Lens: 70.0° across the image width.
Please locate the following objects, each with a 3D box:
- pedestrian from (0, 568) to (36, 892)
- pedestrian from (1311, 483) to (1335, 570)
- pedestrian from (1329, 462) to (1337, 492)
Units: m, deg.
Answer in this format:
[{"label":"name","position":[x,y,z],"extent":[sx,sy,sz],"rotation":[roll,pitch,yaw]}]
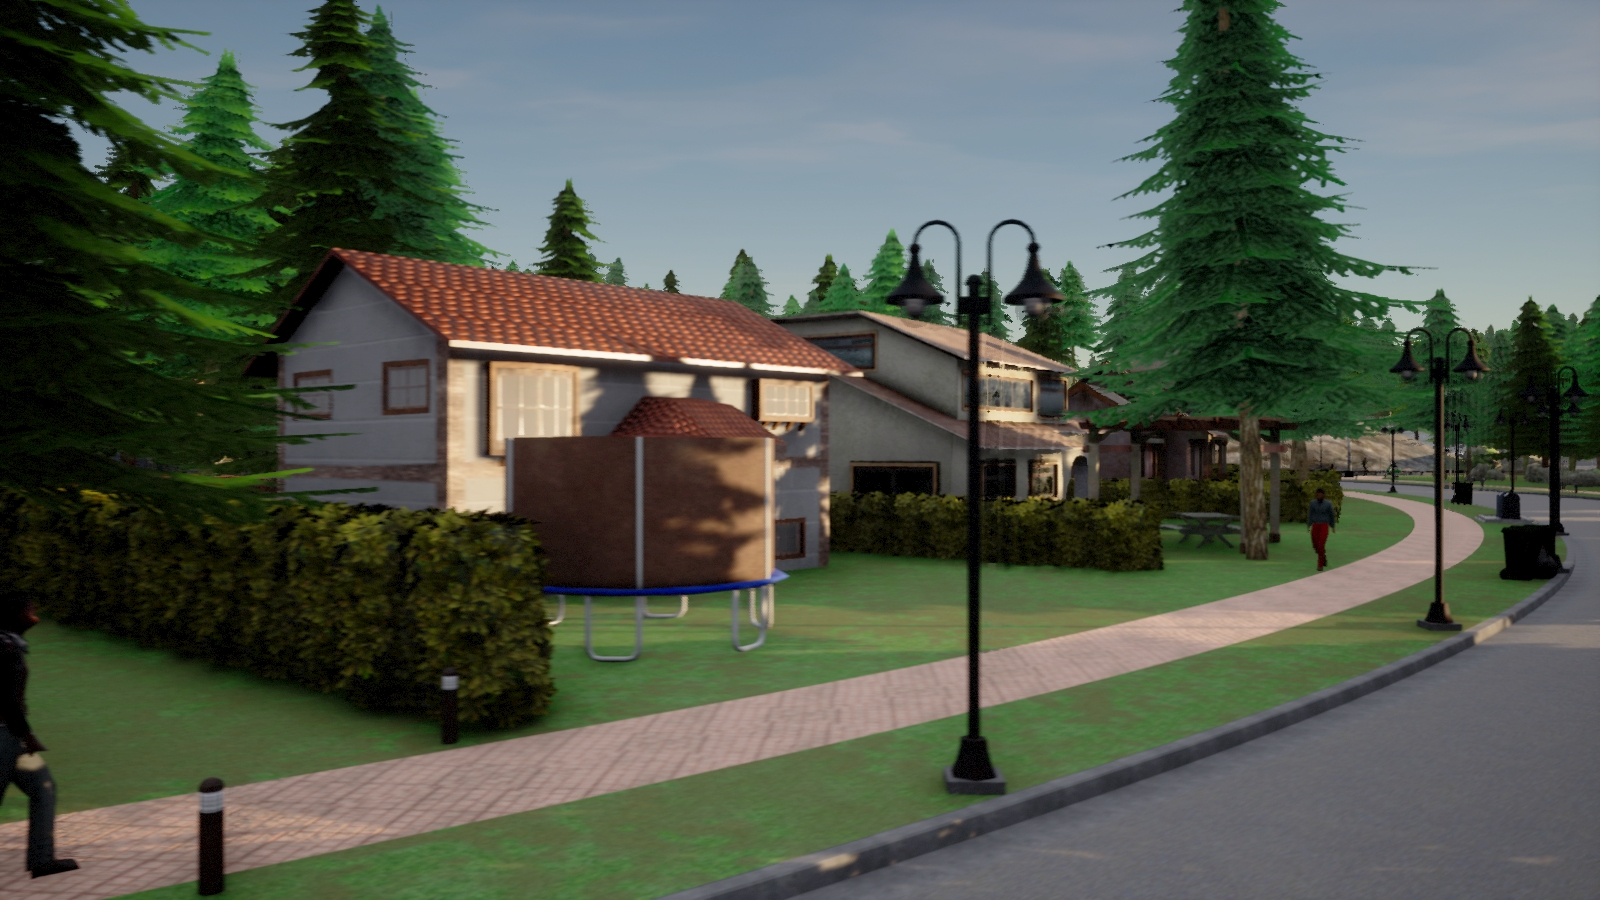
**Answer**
[{"label":"pedestrian","position":[-4.829,1.664,6.830],"extent":[0.375,1.860,0.375],"rotation":[0,0,-44]},{"label":"pedestrian","position":[11.450,1.664,25.014],"extent":[0.375,1.860,0.375],"rotation":[0,0,39]},{"label":"pedestrian","position":[32.860,1.665,70.486],"extent":[0.375,1.860,0.375],"rotation":[0,0,10]}]
